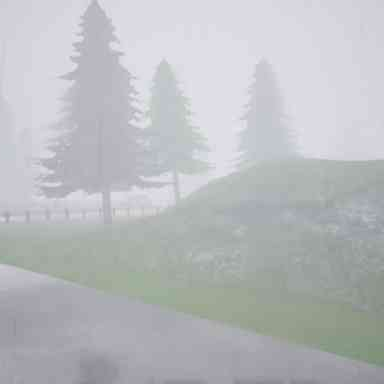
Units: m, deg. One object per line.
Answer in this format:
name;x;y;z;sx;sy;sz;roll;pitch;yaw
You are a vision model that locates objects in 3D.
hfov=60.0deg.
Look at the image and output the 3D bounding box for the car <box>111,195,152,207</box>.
car;-7.017;1.076;38.576;4.553;1.767;2.097;0;0;-39
